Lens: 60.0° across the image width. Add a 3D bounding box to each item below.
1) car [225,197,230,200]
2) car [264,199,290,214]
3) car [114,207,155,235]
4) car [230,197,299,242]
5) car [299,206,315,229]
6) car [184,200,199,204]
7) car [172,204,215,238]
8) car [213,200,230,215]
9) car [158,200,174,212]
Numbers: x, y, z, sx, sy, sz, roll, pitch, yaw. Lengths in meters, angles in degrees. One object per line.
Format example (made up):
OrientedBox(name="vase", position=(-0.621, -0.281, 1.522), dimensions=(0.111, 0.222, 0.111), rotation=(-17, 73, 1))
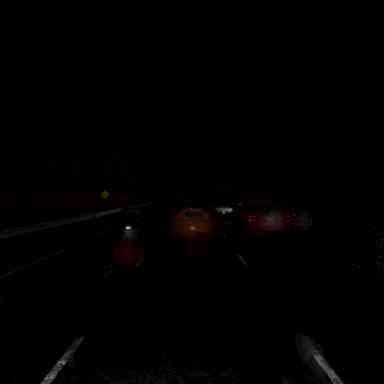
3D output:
OrientedBox(name="car", position=(10.064, 2.202, 90.408), dimensions=(2.097, 1.767, 4.553), rotation=(0, -1, 0))
OrientedBox(name="car", position=(10.361, 1.736, 41.053), dimensions=(2.097, 1.767, 4.553), rotation=(0, -1, 0))
OrientedBox(name="car", position=(-3.447, 1.698, 20.347), dimensions=(1.837, 1.490, 4.892), rotation=(0, 0, 0))
OrientedBox(name="car", position=(3.568, 1.389, 17.627), dimensions=(2.150, 2.045, 5.566), rotation=(0, 0, 0))
OrientedBox(name="car", position=(7.037, 1.712, 23.428), dimensions=(2.128, 1.511, 4.902), rotation=(0, 0, 0))
OrientedBox(name="car", position=(-0.100, 1.957, 48.098), dimensions=(1.837, 1.490, 4.892), rotation=(0, 0, 0))
OrientedBox(name="car", position=(0.059, 1.654, 18.767), dimensions=(1.882, 1.535, 5.008), rotation=(0, 0, 0))
OrientedBox(name="car", position=(3.453, 1.963, 38.624), dimensions=(1.895, 1.301, 4.718), rotation=(0, -1, 0))
OrientedBox(name="car", position=(-3.588, 1.940, 46.178), dimensions=(1.837, 1.490, 4.892), rotation=(0, 0, 0))
